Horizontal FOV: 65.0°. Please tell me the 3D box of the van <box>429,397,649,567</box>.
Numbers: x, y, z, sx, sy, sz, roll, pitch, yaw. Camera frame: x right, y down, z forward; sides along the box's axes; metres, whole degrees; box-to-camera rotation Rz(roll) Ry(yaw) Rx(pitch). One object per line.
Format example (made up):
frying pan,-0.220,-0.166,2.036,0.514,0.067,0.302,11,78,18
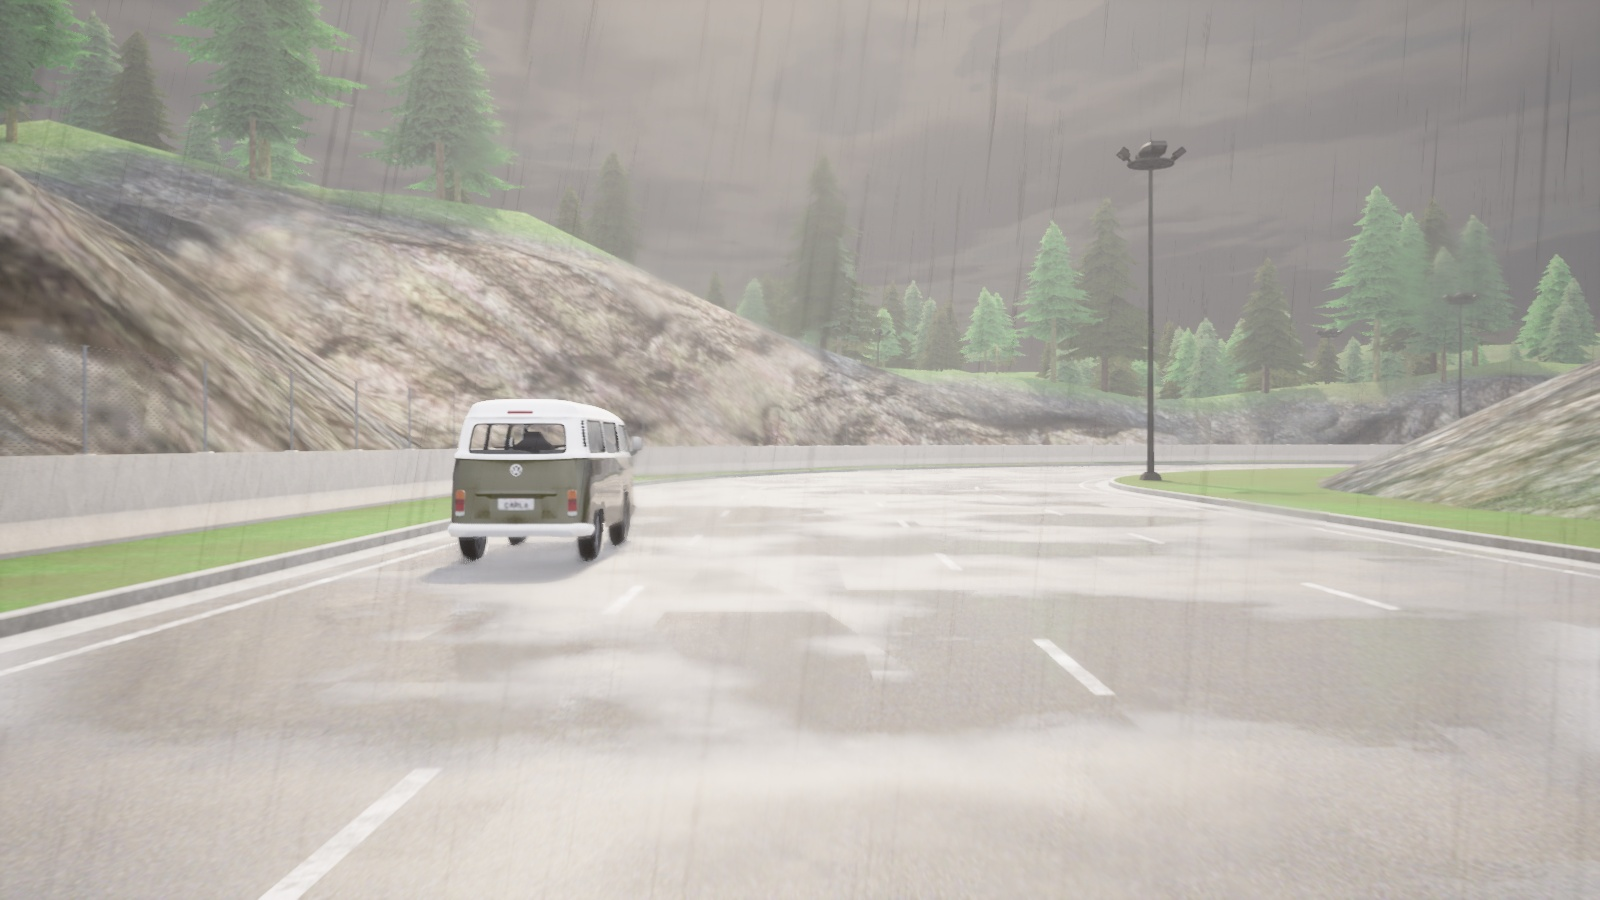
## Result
van,-3.386,0.370,17.257,2.069,2.038,4.480,0,0,0
